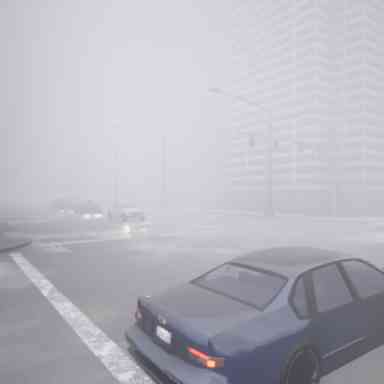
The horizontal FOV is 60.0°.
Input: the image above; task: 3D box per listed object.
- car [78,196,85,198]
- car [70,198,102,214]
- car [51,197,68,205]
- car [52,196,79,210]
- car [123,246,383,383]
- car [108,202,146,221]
[{"bbox_3d":[-21.579,1.473,62.896,2.097,1.767,4.553,0,0,-35],"label":"car"},{"bbox_3d":[-11.260,1.638,35.930,1.994,1.385,4.181,0,0,-35],"label":"car"},{"bbox_3d":[-24.195,1.664,60.689,1.994,1.385,4.181,0,0,-35],"label":"car"},{"bbox_3d":[-17.212,1.623,44.385,2.033,1.411,5.357,0,0,-35],"label":"car"},{"bbox_3d":[1.737,1.574,4.990,5.357,1.411,2.033,0,0,-35],"label":"car"},{"bbox_3d":[-5.569,1.599,27.853,1.812,1.442,4.674,0,0,-35],"label":"car"}]
